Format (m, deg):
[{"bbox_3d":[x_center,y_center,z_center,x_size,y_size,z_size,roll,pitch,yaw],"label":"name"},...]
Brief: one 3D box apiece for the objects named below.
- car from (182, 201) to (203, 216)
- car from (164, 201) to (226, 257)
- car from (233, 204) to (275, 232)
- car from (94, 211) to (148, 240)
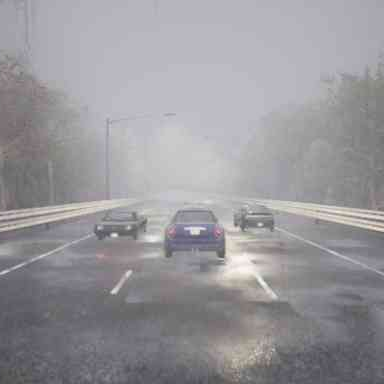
[{"bbox_3d":[0.054,1.585,32.897,1.895,1.301,4.718,0,0,0],"label":"car"},{"bbox_3d":[0.098,1.353,13.161,2.097,1.767,4.553,0,0,0],"label":"car"},{"bbox_3d":[3.594,1.491,19.968,2.128,1.511,4.902,0,0,0],"label":"car"},{"bbox_3d":[-3.404,1.601,16.866,1.895,1.301,4.718,0,0,0],"label":"car"}]
